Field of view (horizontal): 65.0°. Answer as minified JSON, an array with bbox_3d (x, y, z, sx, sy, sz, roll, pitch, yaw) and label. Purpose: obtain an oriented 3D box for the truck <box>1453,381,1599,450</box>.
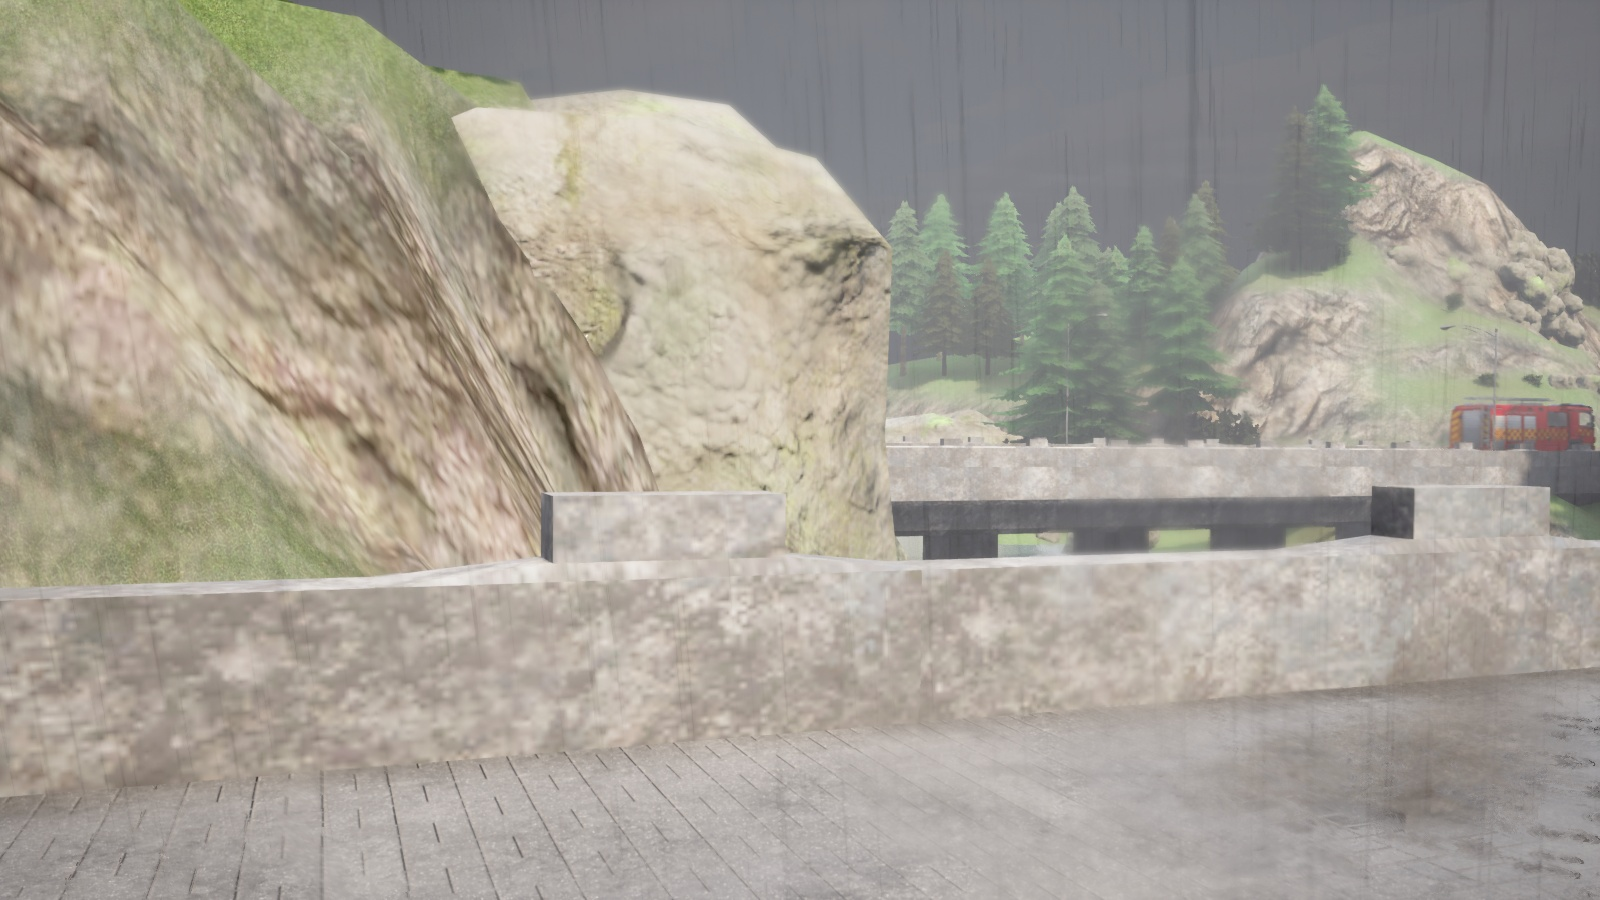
[{"bbox_3d":[42.272,-2.008,72.800,8.468,3.827,2.891,-1,1,-21],"label":"truck"}]
